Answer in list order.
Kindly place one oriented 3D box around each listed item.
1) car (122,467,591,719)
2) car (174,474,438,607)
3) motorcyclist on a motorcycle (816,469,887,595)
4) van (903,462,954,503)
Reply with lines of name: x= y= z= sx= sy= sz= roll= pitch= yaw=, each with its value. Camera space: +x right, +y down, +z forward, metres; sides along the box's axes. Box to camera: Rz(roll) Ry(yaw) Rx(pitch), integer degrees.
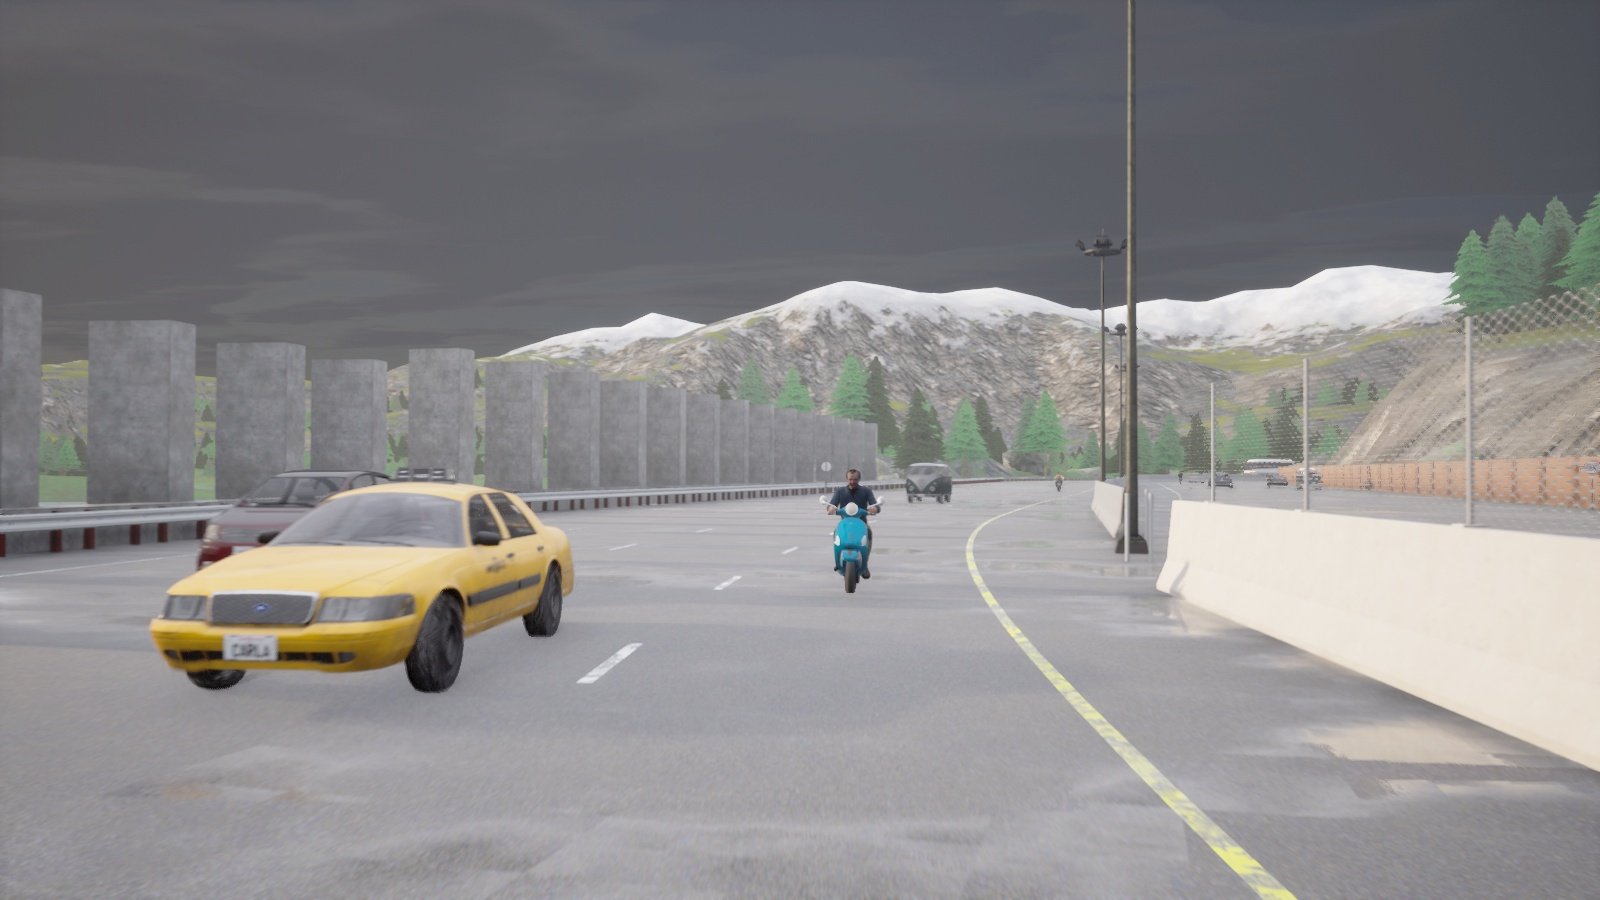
car: x=-3.250 y=0.944 z=10.589 sx=1.801 sy=1.575 sz=5.366 roll=0 pitch=-1 yaw=3
car: x=-6.339 y=1.096 z=16.586 sx=1.789 sy=1.549 sz=3.705 roll=-1 pitch=-1 yaw=5
motorcyclist on a motorcycle: x=0.711 y=1.046 z=16.742 sx=0.866 sy=1.590 sz=1.817 roll=0 pitch=-1 yaw=5
van: x=6.426 y=1.589 z=62.565 sx=1.775 sy=1.987 sz=4.442 roll=-1 pitch=-1 yaw=15
